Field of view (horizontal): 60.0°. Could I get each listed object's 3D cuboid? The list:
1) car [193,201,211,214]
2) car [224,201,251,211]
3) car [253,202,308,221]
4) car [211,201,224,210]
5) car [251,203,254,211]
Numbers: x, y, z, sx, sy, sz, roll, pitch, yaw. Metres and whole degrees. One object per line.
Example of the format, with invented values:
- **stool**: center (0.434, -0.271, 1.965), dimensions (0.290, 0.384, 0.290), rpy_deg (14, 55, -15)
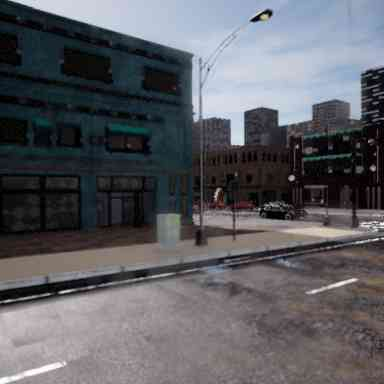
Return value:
- **car**: center (0.022, 1.872, 41.163), dimensions (1.967, 1.590, 4.097), rpy_deg (-1, 0, -35)
- **car**: center (6.849, 1.940, 46.028), dimensions (1.802, 1.307, 4.206), rpy_deg (-1, 0, -35)
- **car**: center (7.978, 1.841, 29.791), dimensions (1.947, 1.339, 4.313), rpy_deg (-1, 0, -35)
- **car**: center (3.638, 2.002, 50.536), dimensions (1.802, 1.307, 4.206), rpy_deg (-1, 0, -35)
- **car**: center (10.060, 1.846, 41.520), dimensions (2.008, 1.369, 4.403), rpy_deg (-1, 0, -35)
